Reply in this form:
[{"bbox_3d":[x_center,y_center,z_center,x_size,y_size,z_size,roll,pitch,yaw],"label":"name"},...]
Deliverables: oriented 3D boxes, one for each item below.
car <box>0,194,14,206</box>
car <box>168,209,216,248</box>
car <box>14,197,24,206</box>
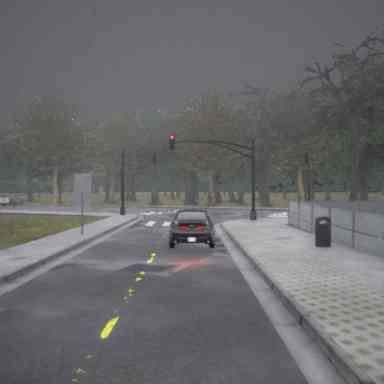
[{"bbox_3d":[-31.608,1.266,52.834,5.566,2.045,2.150,0,0,23],"label":"car"},{"bbox_3d":[0.000,1.509,14.736,1.837,1.490,4.892,0,0,0],"label":"car"},{"bbox_3d":[-30.565,1.553,55.925,4.902,1.511,2.128,0,0,23],"label":"car"}]
